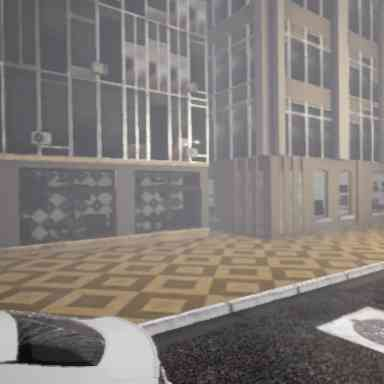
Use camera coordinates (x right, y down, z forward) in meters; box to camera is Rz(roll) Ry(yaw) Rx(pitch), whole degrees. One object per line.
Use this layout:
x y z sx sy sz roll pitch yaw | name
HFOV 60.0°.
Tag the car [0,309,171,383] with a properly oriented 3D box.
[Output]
-2.251 1.527 1.650 4.674 1.442 1.812 0 0 -36 | car
